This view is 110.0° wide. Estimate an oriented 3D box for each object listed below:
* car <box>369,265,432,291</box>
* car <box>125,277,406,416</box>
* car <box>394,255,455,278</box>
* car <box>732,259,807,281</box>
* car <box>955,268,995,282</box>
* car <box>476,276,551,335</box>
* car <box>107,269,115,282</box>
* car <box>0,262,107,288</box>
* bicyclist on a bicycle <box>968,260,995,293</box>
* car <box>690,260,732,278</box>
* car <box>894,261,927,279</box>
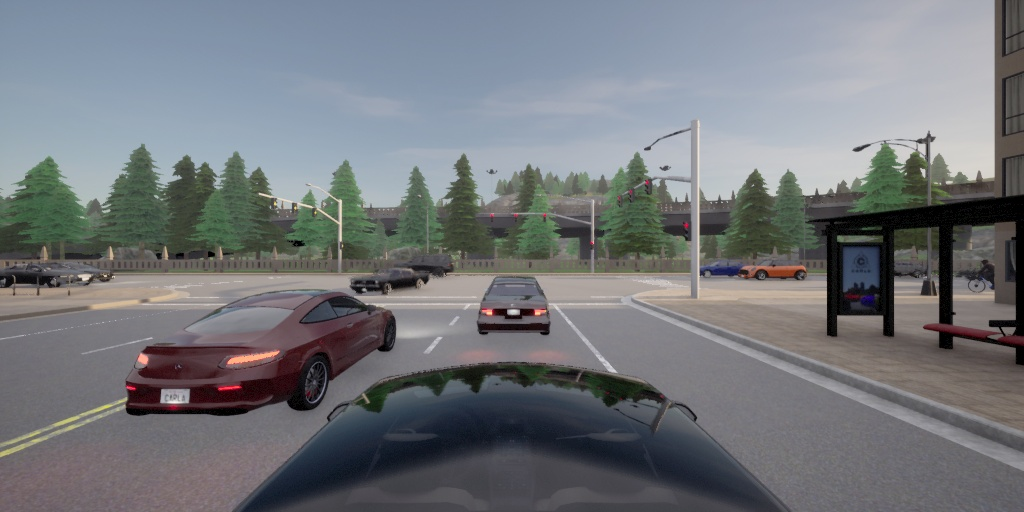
[{"bbox_3d":[-6.589,1.338,19.668,1.895,1.301,4.718,0,0,18],"label":"car"},{"bbox_3d":[-3.448,1.276,5.987,1.812,1.442,4.674,0,0,0],"label":"car"},{"bbox_3d":[-8.064,0.916,32.916,5.566,2.045,2.150,0,0,1],"label":"car"},{"bbox_3d":[20.946,1.046,28.995,4.553,1.767,2.097,0,0,2],"label":"car"},{"bbox_3d":[37.824,1.242,27.196,5.357,1.411,2.033,0,0,19],"label":"car"},{"bbox_3d":[0.086,1.297,10.483,2.033,1.411,5.357,0,0,1],"label":"car"},{"bbox_3d":[-31.832,1.199,25.959,4.892,1.490,1.837,0,0,1],"label":"car"},{"bbox_3d":[-29.181,1.186,22.406,4.902,1.511,2.128,0,0,-2],"label":"car"},{"bbox_3d":[22.752,0.995,17.082,0.582,1.620,1.656,0,0,1],"label":"bicyclist on a bicycle"},{"bbox_3d":[18.899,1.172,32.549,5.008,1.535,1.882,0,0,1],"label":"car"},{"bbox_3d":[33.371,1.186,31.638,4.902,1.511,2.128,0,0,10],"label":"car"}]
